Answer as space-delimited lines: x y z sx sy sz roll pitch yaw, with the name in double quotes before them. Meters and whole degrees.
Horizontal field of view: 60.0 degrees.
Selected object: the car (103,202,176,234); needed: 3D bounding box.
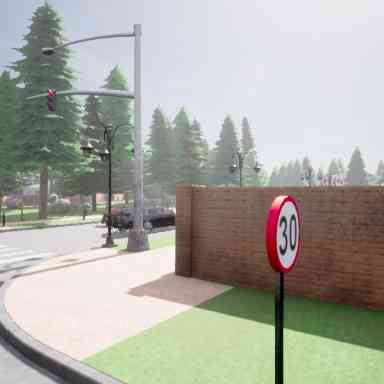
"car" -2.311 1.477 19.005 2.128 1.511 4.902 0 0 34
